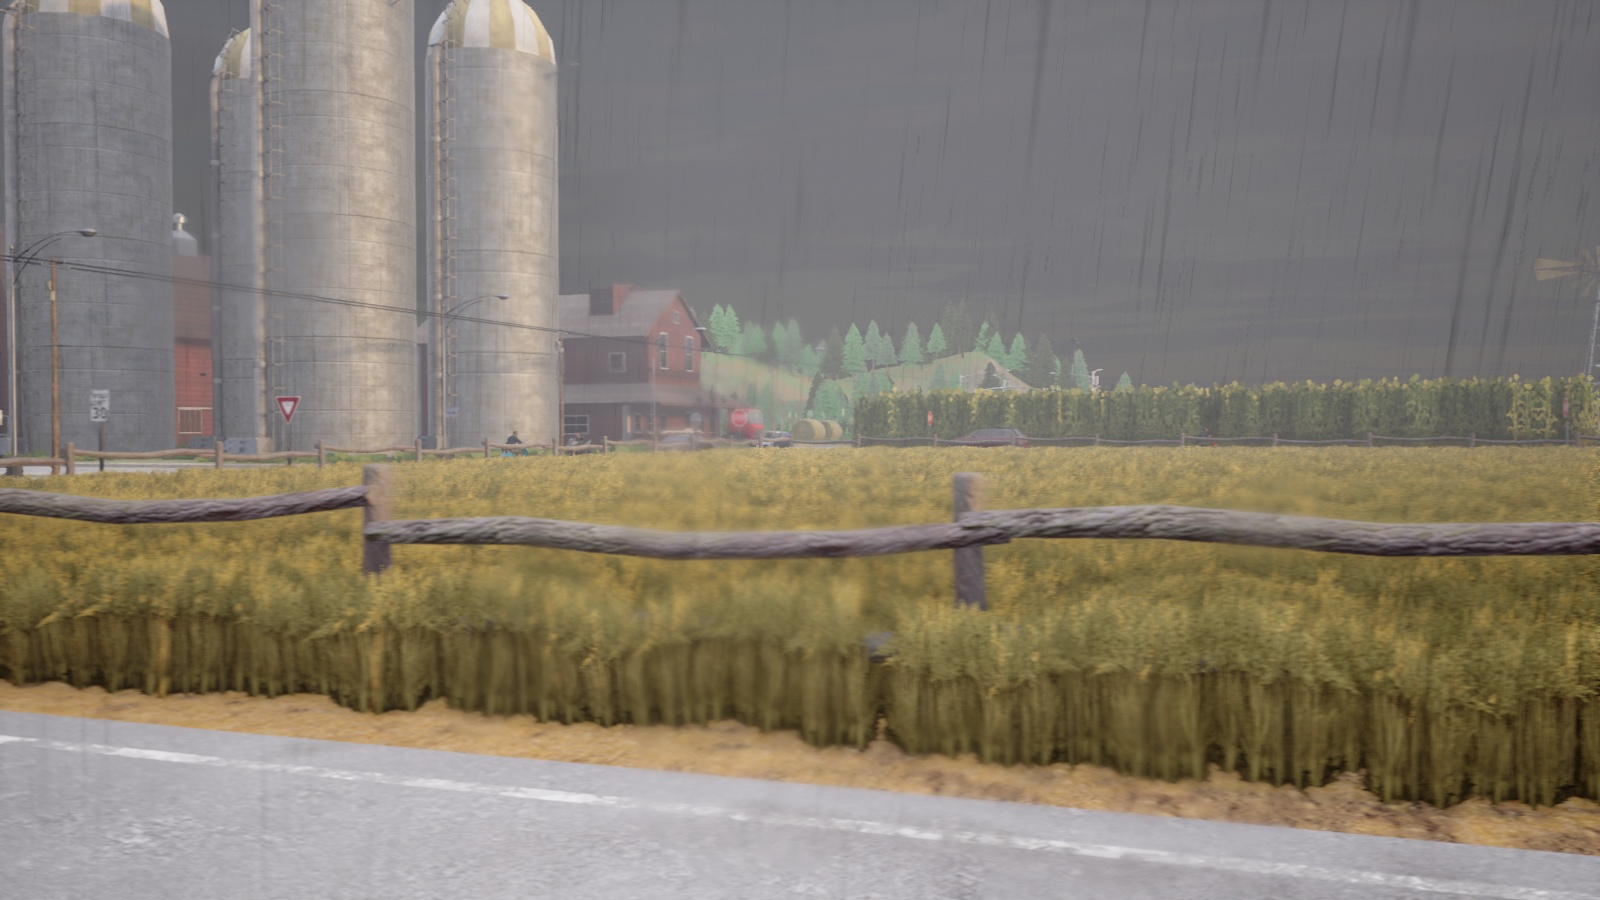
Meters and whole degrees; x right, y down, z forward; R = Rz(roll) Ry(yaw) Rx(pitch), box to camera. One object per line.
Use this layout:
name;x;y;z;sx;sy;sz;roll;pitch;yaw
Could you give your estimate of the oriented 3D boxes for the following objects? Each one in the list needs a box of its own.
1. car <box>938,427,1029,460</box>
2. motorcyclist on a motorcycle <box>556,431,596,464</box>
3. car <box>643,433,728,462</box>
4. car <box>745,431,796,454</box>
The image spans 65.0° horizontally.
car;9.962;-0.369;68.178;4.553;1.767;2.097;1;1;22
motorcyclist on a motorcycle;-10.652;-0.137;59.831;0.866;1.530;2.191;1;1;22
car;-5.647;-0.155;62.927;2.033;1.411;5.357;1;1;22
car;-1.909;-0.523;81.646;1.970;1.475;3.806;1;1;22
